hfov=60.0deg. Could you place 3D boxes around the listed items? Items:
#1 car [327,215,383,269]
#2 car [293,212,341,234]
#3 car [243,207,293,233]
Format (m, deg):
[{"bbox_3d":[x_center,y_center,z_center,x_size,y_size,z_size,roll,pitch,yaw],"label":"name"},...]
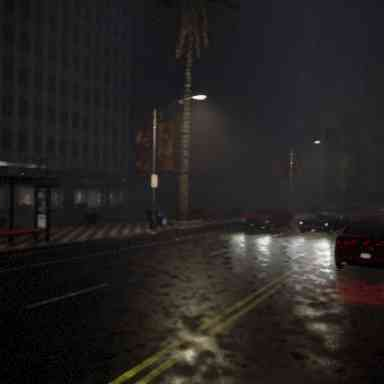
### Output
[{"bbox_3d":[6.211,1.675,11.397,1.882,1.535,5.008,0,-1,33],"label":"car"},{"bbox_3d":[8.267,1.921,20.737,1.895,1.301,4.718,0,-1,38],"label":"car"},{"bbox_3d":[5.228,1.777,22.302,1.882,1.535,5.008,0,-1,38],"label":"car"}]
